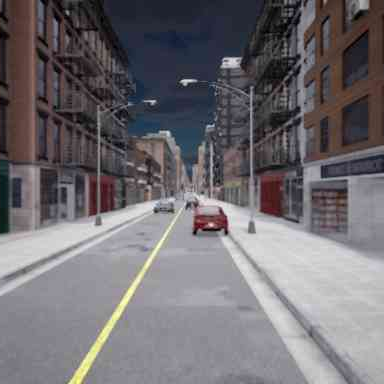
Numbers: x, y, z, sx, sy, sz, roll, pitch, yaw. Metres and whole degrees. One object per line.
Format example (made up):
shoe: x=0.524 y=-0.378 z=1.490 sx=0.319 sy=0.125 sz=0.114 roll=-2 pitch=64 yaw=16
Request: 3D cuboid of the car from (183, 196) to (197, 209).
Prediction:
car: x=0.056 y=1.519 z=44.246 sx=1.812 sy=1.442 sz=4.674 roll=0 pitch=-1 yaw=0

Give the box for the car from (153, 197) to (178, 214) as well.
car: x=-2.848 y=1.551 z=34.810 sx=1.994 sy=1.385 sz=4.181 roll=0 pitch=0 yaw=0

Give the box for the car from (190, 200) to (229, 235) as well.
car: x=0.959 y=1.466 z=18.890 sx=1.882 sy=1.535 sz=5.008 roll=0 pitch=0 yaw=0

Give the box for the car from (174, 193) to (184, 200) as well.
car: x=-2.761 y=1.167 z=75.484 sx=2.150 sy=2.045 sz=5.566 roll=0 pitch=0 yaw=0
